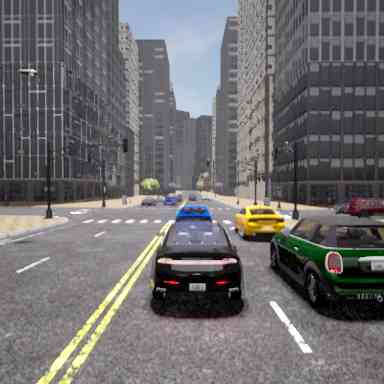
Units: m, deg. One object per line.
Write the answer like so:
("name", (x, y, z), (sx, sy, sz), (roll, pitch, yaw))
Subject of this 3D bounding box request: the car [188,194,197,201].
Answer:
("car", (0.065, 1.217, 80.641), (2.097, 1.767, 4.553), (0, 0, 0))

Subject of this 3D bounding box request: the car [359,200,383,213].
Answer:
("car", (21.840, 1.616, 37.735), (4.829, 1.417, 1.752), (1, 0, 1))

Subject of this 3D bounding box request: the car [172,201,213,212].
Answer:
("car", (0.118, 1.456, 17.869), (1.882, 1.535, 5.008), (0, 0, 1))

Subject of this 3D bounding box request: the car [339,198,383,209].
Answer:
("car", (16.224, 1.499, 29.453), (5.009, 1.841, 2.192), (1, 0, 1))

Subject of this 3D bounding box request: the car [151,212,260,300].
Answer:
("car", (0.105, 1.482, 8.364), (2.128, 1.511, 4.902), (0, 0, 0))

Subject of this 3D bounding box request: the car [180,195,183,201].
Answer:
("car", (-3.206, 1.460, 67.823), (1.994, 1.385, 4.181), (0, 0, 0))

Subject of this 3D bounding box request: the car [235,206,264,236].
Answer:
("car", (3.363, 1.457, 17.256), (1.882, 1.535, 5.008), (0, 0, 0))

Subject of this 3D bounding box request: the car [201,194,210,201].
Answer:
("car", (3.315, 1.457, 80.698), (1.895, 1.301, 4.718), (0, 0, 0))

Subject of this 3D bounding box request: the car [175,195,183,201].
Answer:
("car", (-3.185, 1.391, 80.796), (1.812, 1.442, 4.674), (0, 0, 0))

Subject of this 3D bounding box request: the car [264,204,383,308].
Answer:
("car", (3.356, 1.343, 8.077), (2.097, 1.767, 4.553), (0, 0, 0))

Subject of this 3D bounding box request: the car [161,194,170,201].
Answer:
("car", (-6.435, 1.361, 81.773), (1.837, 1.490, 4.892), (0, 0, 0))

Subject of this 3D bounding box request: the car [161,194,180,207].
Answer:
("car", (-3.294, 1.454, 50.948), (1.812, 1.442, 4.674), (0, 0, 0))

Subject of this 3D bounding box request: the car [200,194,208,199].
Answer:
("car", (3.323, 1.274, 90.700), (1.895, 1.301, 4.718), (0, 0, 0))

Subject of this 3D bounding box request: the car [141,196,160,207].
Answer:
("car", (-6.542, 1.477, 50.553), (2.033, 1.411, 5.357), (0, 0, 0))

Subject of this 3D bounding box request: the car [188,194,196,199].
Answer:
("car", (0.073, 1.204, 90.674), (2.128, 1.511, 4.902), (0, 0, 0))
